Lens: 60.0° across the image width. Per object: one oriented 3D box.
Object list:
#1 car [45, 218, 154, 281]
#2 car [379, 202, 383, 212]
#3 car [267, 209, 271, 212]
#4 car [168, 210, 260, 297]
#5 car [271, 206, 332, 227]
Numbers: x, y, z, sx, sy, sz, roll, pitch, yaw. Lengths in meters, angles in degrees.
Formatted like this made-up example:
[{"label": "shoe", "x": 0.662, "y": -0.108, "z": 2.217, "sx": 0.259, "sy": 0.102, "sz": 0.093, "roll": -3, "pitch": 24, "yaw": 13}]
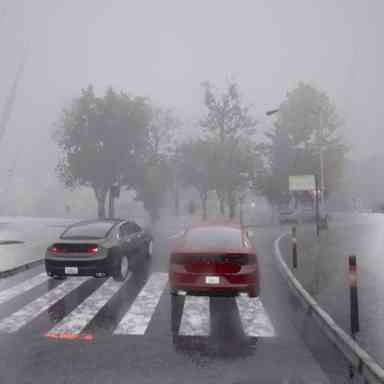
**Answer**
[{"label": "car", "x": -2.454, "y": 1.532, "z": 9.934, "sx": 1.837, "sy": 1.490, "sz": 4.892, "roll": -1, "pitch": 0, "yaw": 7}, {"label": "car", "x": 29.113, "y": 1.899, "z": 48.040, "sx": 2.150, "sy": 2.045, "sz": 5.566, "roll": -2, "pitch": -4, "yaw": 8}, {"label": "car", "x": 18.936, "y": 3.903, "z": 72.846, "sx": 4.892, "sy": 1.490, "sz": 1.837, "roll": -3, "pitch": -5, "yaw": 37}, {"label": "car", "x": 0.632, "y": 1.472, "z": 8.624, "sx": 1.882, "sy": 1.535, "sz": 5.008, "roll": -1, "pitch": 0, "yaw": 6}, {"label": "car", "x": 9.463, "y": 2.017, "z": 27.685, "sx": 4.902, "sy": 1.511, "sz": 2.128, "roll": -1, "pitch": -4, "yaw": -27}]
